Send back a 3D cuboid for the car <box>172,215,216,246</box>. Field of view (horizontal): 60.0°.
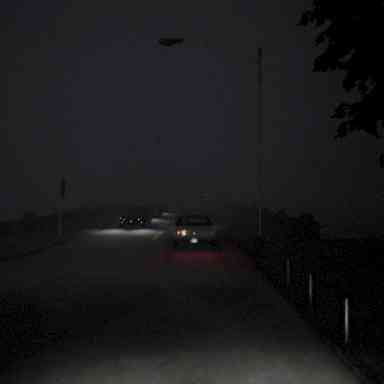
[{"bbox_3d":[0.082,1.772,16.189,1.895,1.301,4.718,0,-1,0],"label":"car"}]

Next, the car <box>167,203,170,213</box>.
[{"bbox_3d":[-4.031,2.020,44.823,2.033,1.411,5.357,0,-1,0],"label":"car"}]

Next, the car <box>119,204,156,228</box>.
[{"bbox_3d":[-4.113,1.767,24.786,1.837,1.490,4.892,0,-1,0],"label":"car"}]

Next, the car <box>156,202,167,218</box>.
[{"bbox_3d":[-4.096,1.912,34.483,2.033,1.411,5.357,0,-1,0],"label":"car"}]
